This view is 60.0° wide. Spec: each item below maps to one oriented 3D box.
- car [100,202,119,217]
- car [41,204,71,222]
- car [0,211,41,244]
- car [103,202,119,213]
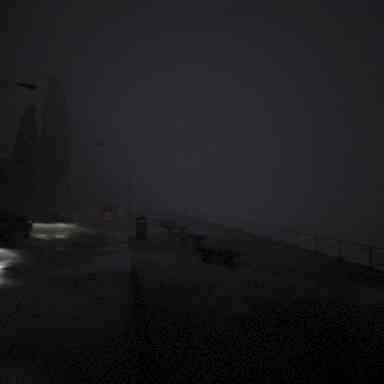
[{"bbox_3d":[-9.922,2.128,39.609,1.837,1.490,4.892,2,-1,-11],"label":"car"},{"bbox_3d":[-12.124,1.808,29.780,1.882,1.535,5.008,2,-1,-11],"label":"car"},{"bbox_3d":[-9.399,1.654,16.434,2.033,1.411,5.357,2,-1,-12],"label":"car"},{"bbox_3d":[-12.174,2.294,50.399,2.128,1.511,4.902,2,-1,-11],"label":"car"}]
